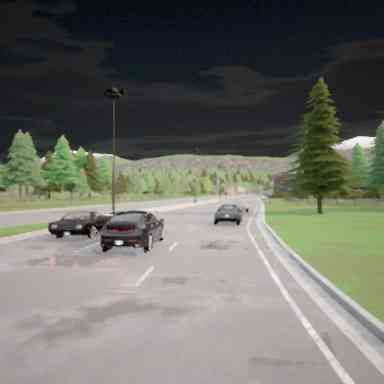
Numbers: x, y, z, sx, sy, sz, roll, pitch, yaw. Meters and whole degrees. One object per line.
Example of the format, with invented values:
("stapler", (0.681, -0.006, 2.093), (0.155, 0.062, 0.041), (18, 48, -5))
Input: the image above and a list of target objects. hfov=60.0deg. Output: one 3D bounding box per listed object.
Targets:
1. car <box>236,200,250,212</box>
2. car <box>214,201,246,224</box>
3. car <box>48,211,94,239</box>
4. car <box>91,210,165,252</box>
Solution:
("car", (6.217, 1.678, 41.830), (1.812, 1.442, 4.674), (0, 0, 12))
("car", (2.858, 1.656, 25.548), (1.994, 1.385, 4.181), (0, 0, 11))
("car", (-5.531, 1.654, 17.648), (1.895, 1.301, 4.718), (0, 0, 7))
("car", (-2.371, 1.551, 14.204), (1.837, 1.490, 4.892), (0, 0, 5))
